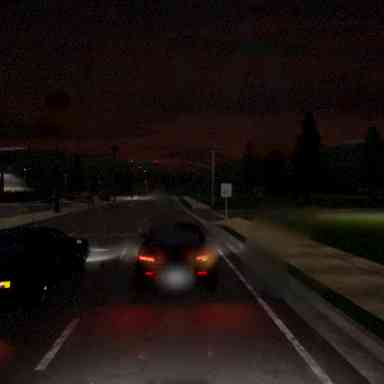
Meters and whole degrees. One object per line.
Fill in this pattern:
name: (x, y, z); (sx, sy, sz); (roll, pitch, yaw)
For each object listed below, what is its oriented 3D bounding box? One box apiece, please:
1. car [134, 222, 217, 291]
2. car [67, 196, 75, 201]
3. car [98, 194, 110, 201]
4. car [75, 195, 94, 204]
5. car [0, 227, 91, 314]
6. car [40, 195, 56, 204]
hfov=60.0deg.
car: (-0.443, 1.514, 8.863); (1.812, 1.442, 4.674); (0, 0, -3)
car: (-27.825, 1.487, 77.948); (1.895, 1.301, 4.718); (0, 0, -3)
car: (-20.864, 1.247, 78.828); (2.097, 1.767, 4.553); (0, 0, -3)
car: (-19.985, 1.405, 63.397); (2.128, 1.511, 4.902); (0, 0, -3)
car: (-3.887, 1.536, 7.771); (2.033, 1.411, 5.357); (0, 0, -3)
car: (-26.934, 1.411, 62.575); (2.128, 1.511, 4.902); (0, 0, -3)
